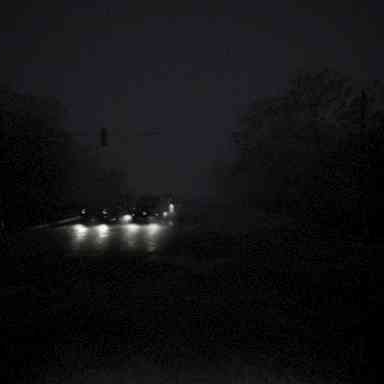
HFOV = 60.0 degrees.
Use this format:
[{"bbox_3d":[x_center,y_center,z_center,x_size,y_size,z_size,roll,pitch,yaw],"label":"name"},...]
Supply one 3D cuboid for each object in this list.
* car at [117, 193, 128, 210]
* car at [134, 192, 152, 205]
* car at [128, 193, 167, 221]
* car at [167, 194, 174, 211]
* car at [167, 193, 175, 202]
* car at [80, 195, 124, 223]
[{"bbox_3d":[-7.091,1.123,35.641,2.150,2.045,5.566,0,1,0],"label":"car"},{"bbox_3d":[-7.055,0.935,48.727,1.882,1.535,5.008,0,2,0],"label":"car"},{"bbox_3d":[-3.595,1.252,27.976,2.150,2.045,5.566,0,1,0],"label":"car"},{"bbox_3d":[-3.587,1.375,38.566,2.033,1.411,5.357,0,2,0],"label":"car"},{"bbox_3d":[-3.575,0.929,49.422,1.837,1.490,4.892,0,3,0],"label":"car"},{"bbox_3d":[-7.096,1.400,26.076,2.097,1.767,4.553,0,0,0],"label":"car"}]
